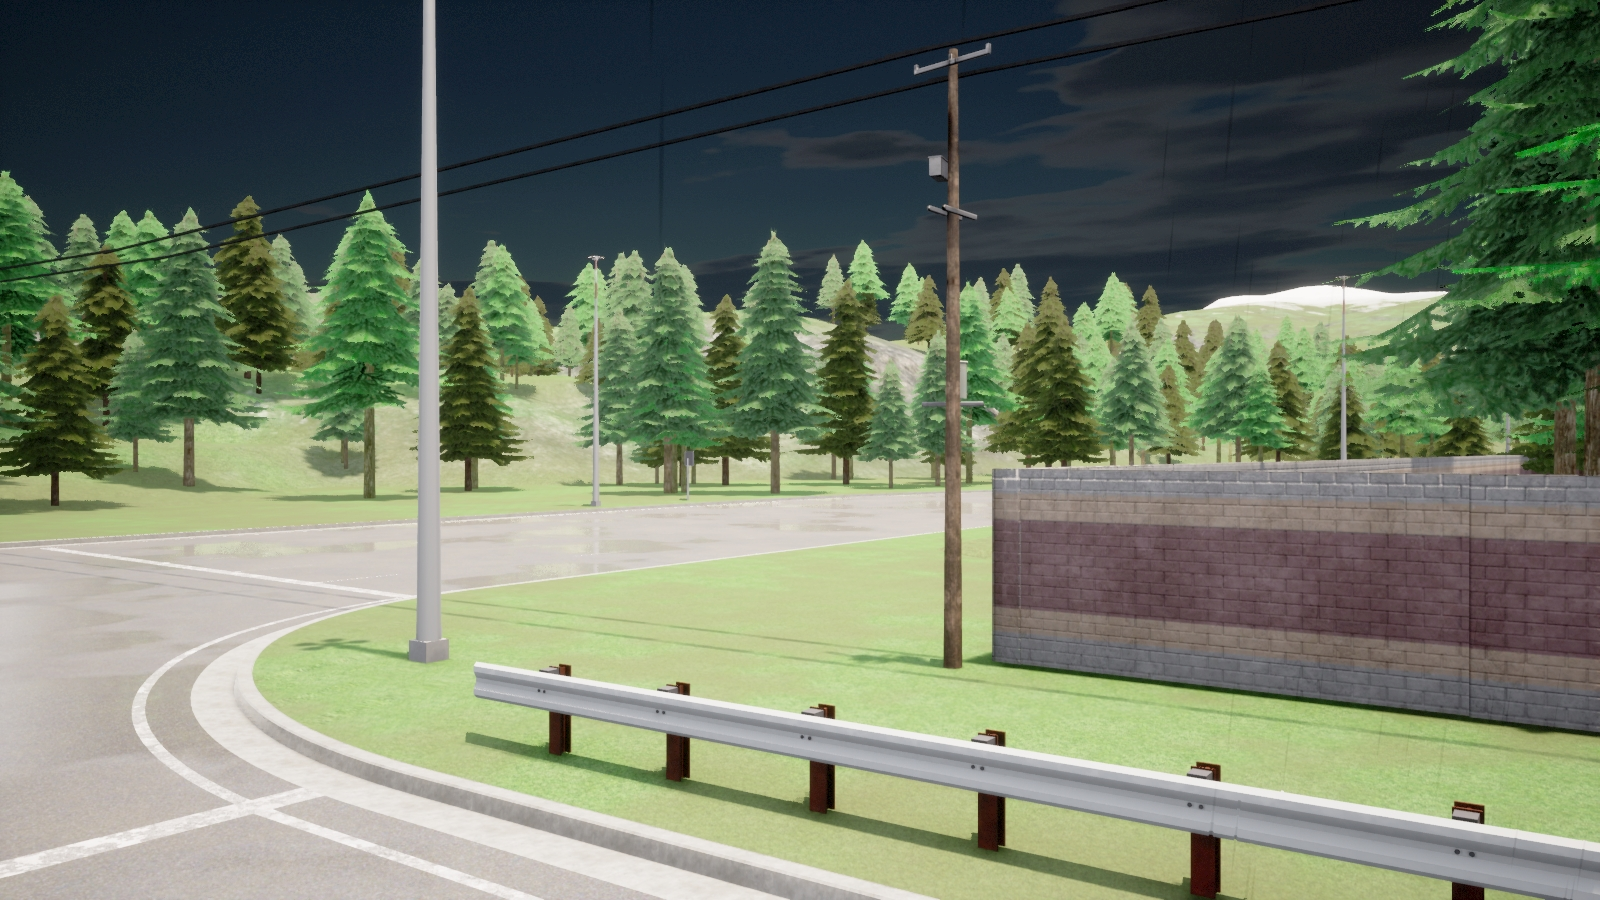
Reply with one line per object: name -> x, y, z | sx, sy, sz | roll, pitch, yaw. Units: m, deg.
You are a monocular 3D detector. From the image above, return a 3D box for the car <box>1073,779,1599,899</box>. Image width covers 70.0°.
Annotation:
car -> 3.010, 1.982, 1.681 | 5.238, 1.638, 2.097 | 0, 0, 35
